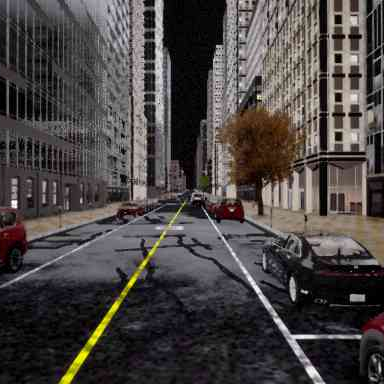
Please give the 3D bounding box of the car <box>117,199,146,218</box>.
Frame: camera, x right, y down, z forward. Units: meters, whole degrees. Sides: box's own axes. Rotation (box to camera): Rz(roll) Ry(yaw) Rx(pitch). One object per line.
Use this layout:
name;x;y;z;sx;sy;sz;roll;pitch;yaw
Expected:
car;-5.685;1.530;30.494;1.887;1.381;4.507;0;0;0

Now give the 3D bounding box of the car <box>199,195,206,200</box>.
car;2.697;1.455;87.237;1.802;1.307;4.206;1;0;0

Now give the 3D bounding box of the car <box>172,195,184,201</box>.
car;-3.000;1.382;75.931;1.812;1.442;4.674;0;0;0

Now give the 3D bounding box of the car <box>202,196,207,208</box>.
car;2.696;1.524;41.838;2.008;1.369;4.403;0;0;0

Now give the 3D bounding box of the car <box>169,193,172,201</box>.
car;-5.683;1.344;75.901;1.967;1.590;4.097;0;0;0

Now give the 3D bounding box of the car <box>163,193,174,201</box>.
car;-5.682;1.204;81.576;2.192;1.841;5.009;0;0;0

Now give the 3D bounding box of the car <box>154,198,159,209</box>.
car;-5.684;1.524;41.845;2.008;1.369;4.403;0;0;0

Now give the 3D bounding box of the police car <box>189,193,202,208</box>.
police car;0.900;1.388;48.859;1.930;1.638;5.238;0;0;0

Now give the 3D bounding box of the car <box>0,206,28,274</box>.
car;-5.784;1.314;7.793;2.192;1.841;5.009;0;0;0

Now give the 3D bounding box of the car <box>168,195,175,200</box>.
car;-5.684;1.437;92.926;1.802;1.307;4.206;1;0;0

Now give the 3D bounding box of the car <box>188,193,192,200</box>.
car;0.900;1.148;58.779;2.150;2.045;5.566;0;0;0

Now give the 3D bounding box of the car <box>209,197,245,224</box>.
car;2.697;1.305;24.814;2.192;1.841;5.009;0;0;0

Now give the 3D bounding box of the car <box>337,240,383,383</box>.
car;2.825;1.439;2.113;1.967;1.590;4.097;0;0;0

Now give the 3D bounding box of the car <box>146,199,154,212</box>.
car;-5.685;1.531;36.169;2.008;1.369;4.403;0;0;0

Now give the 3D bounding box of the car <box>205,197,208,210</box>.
car;2.696;1.525;36.163;1.887;1.381;4.507;0;0;0

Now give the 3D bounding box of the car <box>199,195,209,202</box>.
car;2.697;1.470;75.888;1.947;1.339;4.313;0;0;0

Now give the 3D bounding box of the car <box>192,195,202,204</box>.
car;0.900;1.410;64.749;1.882;1.535;5.008;0;0;0

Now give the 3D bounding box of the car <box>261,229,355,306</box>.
car;2.794;1.550;7.791;2.008;1.369;4.403;0;0;0

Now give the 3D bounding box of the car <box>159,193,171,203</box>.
car;-5.684;1.476;64.548;1.887;1.381;4.507;0;0;0

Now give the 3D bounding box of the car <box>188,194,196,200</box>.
car;0.000;1.255;84.232;1.837;1.490;4.892;0;0;0

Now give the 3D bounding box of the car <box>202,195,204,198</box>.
car;2.696;1.490;47.684;1.752;1.417;4.829;0;0;0
